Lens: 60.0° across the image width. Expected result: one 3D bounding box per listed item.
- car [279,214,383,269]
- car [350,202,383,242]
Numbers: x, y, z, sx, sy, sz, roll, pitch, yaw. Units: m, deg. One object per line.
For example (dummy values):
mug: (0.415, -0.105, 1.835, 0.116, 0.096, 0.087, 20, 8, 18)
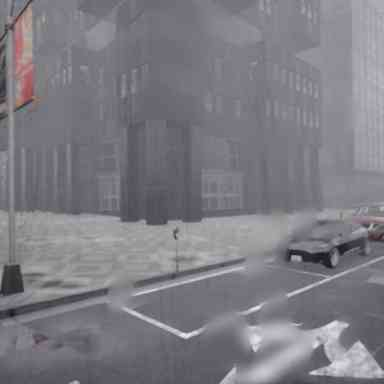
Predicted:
car: (4.774, 1.655, 11.636, 4.313, 1.339, 1.947, 0, -1, -43)
car: (8.727, 1.404, 15.353, 5.009, 1.841, 2.192, 0, -1, -43)
